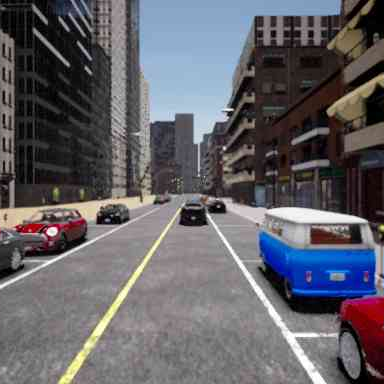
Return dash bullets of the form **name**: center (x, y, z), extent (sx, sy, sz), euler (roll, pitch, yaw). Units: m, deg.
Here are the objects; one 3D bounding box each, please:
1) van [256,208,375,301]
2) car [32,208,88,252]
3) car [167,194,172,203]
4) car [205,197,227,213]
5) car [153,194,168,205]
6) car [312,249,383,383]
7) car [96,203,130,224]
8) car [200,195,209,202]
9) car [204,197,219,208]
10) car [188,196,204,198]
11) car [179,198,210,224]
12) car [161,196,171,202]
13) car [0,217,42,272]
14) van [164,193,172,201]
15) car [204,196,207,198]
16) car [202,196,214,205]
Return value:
- **van**: center (2.687, 1.327, 7.995), extent (1.690, 1.788, 3.998), euler (0, 0, 0)
- **car**: center (-5.695, 1.417, 13.519), extent (1.967, 1.590, 4.097), euler (0, 0, 0)
- **car**: center (-5.700, 1.234, 68.747), extent (2.192, 1.841, 5.009), euler (0, 0, 0)
- **car**: center (2.685, 1.510, 35.611), extent (1.947, 1.339, 4.313), euler (0, 0, 0)
- **car**: center (-5.698, 1.492, 57.702), extent (1.947, 1.339, 4.313), euler (0, 0, 0)
- **car**: center (2.688, 1.540, 2.473), extent (1.887, 1.381, 4.507), euler (0, 0, 0)
- **car**: center (-5.695, 1.524, 24.565), extent (1.947, 1.339, 4.313), euler (0, 0, 0)
- **car**: center (2.680, 1.461, 74.270), extent (1.887, 1.381, 4.507), euler (0, 0, 0)
- **car**: center (2.683, 1.459, 46.826), extent (1.752, 1.417, 4.829), euler (0, 0, 0)
- **car**: center (0.098, 1.427, 44.449), extent (2.128, 1.511, 4.902), euler (0, 0, 0)
- **car**: center (0.099, 1.464, 24.255), extent (1.837, 1.490, 4.892), euler (0, 0, 0)
- **car**: center (-5.699, 1.482, 74.271), extent (1.947, 1.339, 4.313), euler (0, 0, 0)
- **car**: center (-5.694, 1.537, 7.996), extent (2.008, 1.369, 4.403), euler (0, 0, 0)
- **van**: center (-5.701, 1.256, 79.793), extent (1.690, 1.788, 3.998), euler (0, 0, 0)
- **car**: center (2.684, 1.464, 41.303), extent (1.752, 1.417, 4.829), euler (0, 0, 0)
- **car**: center (2.682, 1.470, 57.702), extent (1.887, 1.381, 4.507), euler (0, 0, 0)
